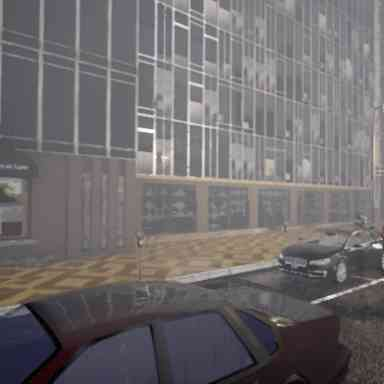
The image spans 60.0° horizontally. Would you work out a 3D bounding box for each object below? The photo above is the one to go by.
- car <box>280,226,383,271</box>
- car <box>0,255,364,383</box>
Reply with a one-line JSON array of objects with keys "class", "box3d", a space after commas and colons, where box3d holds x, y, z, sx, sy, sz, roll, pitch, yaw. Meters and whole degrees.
[{"class": "car", "box3d": [4.412, 1.729, 10.015, 4.403, 1.369, 2.008, 1, -1, -38]}, {"class": "car", "box3d": [-0.742, 1.597, 2.788, 5.357, 1.411, 2.033, 1, -1, -37]}]
